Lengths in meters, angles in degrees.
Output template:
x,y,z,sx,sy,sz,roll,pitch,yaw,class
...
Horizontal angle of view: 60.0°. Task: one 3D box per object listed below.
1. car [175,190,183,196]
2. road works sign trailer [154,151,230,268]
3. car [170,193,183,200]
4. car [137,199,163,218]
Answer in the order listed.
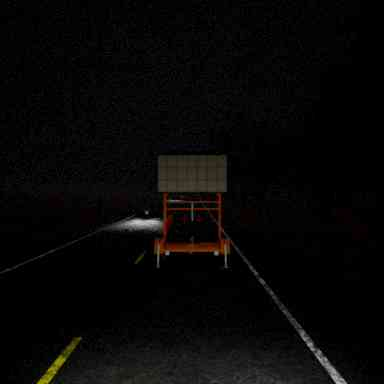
x,y,z,sx,sy,sz,roll,pitch,yaw,class
-3.488,0.292,91.169,1.994,1.385,4.181,0,2,0,car
0.013,0.444,11.212,2.380,3.560,2.880,0,0,1,road works sign trailer
-3.490,0.883,69.230,2.128,1.511,4.902,0,1,0,car
-3.596,1.364,28.932,2.128,1.511,4.902,0,1,0,car
